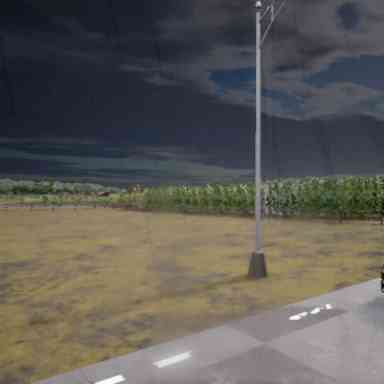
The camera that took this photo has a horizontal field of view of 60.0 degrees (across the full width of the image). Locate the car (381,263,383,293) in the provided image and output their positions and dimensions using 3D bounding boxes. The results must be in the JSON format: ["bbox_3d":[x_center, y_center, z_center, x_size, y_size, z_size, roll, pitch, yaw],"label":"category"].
[{"bbox_3d":[6.062,1.510,7.360,4.902,1.511,2.128,0,0,-35],"label":"car"}]
